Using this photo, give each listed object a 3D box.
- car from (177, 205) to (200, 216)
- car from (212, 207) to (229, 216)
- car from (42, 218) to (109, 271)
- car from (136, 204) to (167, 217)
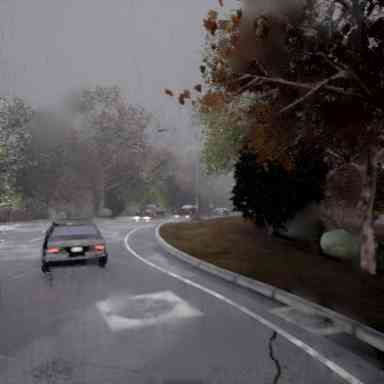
[{"bbox_3d":[-0.416,2.498,46.185,1.882,1.535,5.008,-1,-4,22],"label":"car"},{"bbox_3d":[5.123,3.520,59.693,2.097,1.767,4.553,-1,-5,22],"label":"car"},{"bbox_3d":[-4.000,1.602,11.247,2.033,1.411,5.357,-1,0,-21],"label":"car"},{"bbox_3d":[-4.359,2.006,36.524,1.994,1.385,4.181,-1,-3,22],"label":"car"}]
